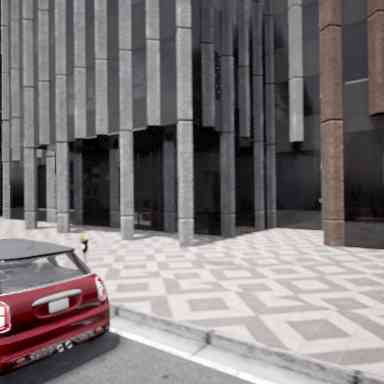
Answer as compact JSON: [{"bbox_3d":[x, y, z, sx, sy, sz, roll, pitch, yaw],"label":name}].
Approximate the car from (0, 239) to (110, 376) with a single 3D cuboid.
[{"bbox_3d":[-3.263,1.486,5.381,4.097,1.590,1.967,-1,0,36],"label":"car"}]
